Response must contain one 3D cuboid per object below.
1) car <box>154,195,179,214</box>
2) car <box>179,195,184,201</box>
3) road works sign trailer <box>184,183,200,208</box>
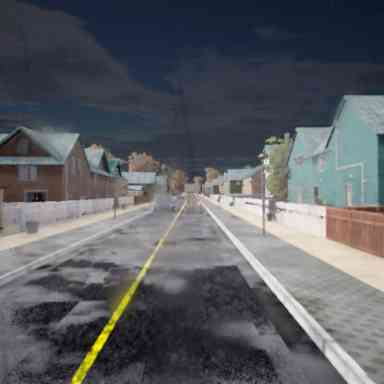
[{"bbox_3d":[-2.835,1.349,35.950,2.097,1.767,4.553,0,0,0],"label":"car"},{"bbox_3d":[-2.736,1.334,77.314,1.895,1.301,4.718,0,0,0],"label":"car"},{"bbox_3d":[0.009,0.457,47.484,2.380,3.560,2.880,0,0,0],"label":"road works sign trailer"}]
